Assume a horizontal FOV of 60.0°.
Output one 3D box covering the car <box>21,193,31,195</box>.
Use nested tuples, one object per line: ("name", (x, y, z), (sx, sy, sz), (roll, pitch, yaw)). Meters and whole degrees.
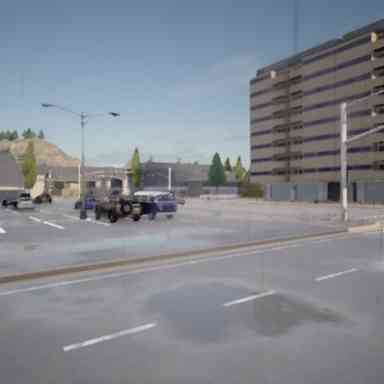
("car", (-27.682, 1.113, 55.122), (1.905, 1.878, 3.866), (-1, 0, -35))

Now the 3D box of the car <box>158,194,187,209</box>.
("car", (-2.764, 1.345, 49.101), (1.994, 1.385, 4.181), (-1, 0, -35))

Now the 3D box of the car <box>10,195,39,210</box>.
("car", (-19.852, 1.382, 39.276), (1.970, 1.475, 3.806), (-1, 0, -35))

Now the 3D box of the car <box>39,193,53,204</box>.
("car", (-25.283, 1.079, 56.741), (1.932, 1.855, 4.605), (-1, 0, -35))
